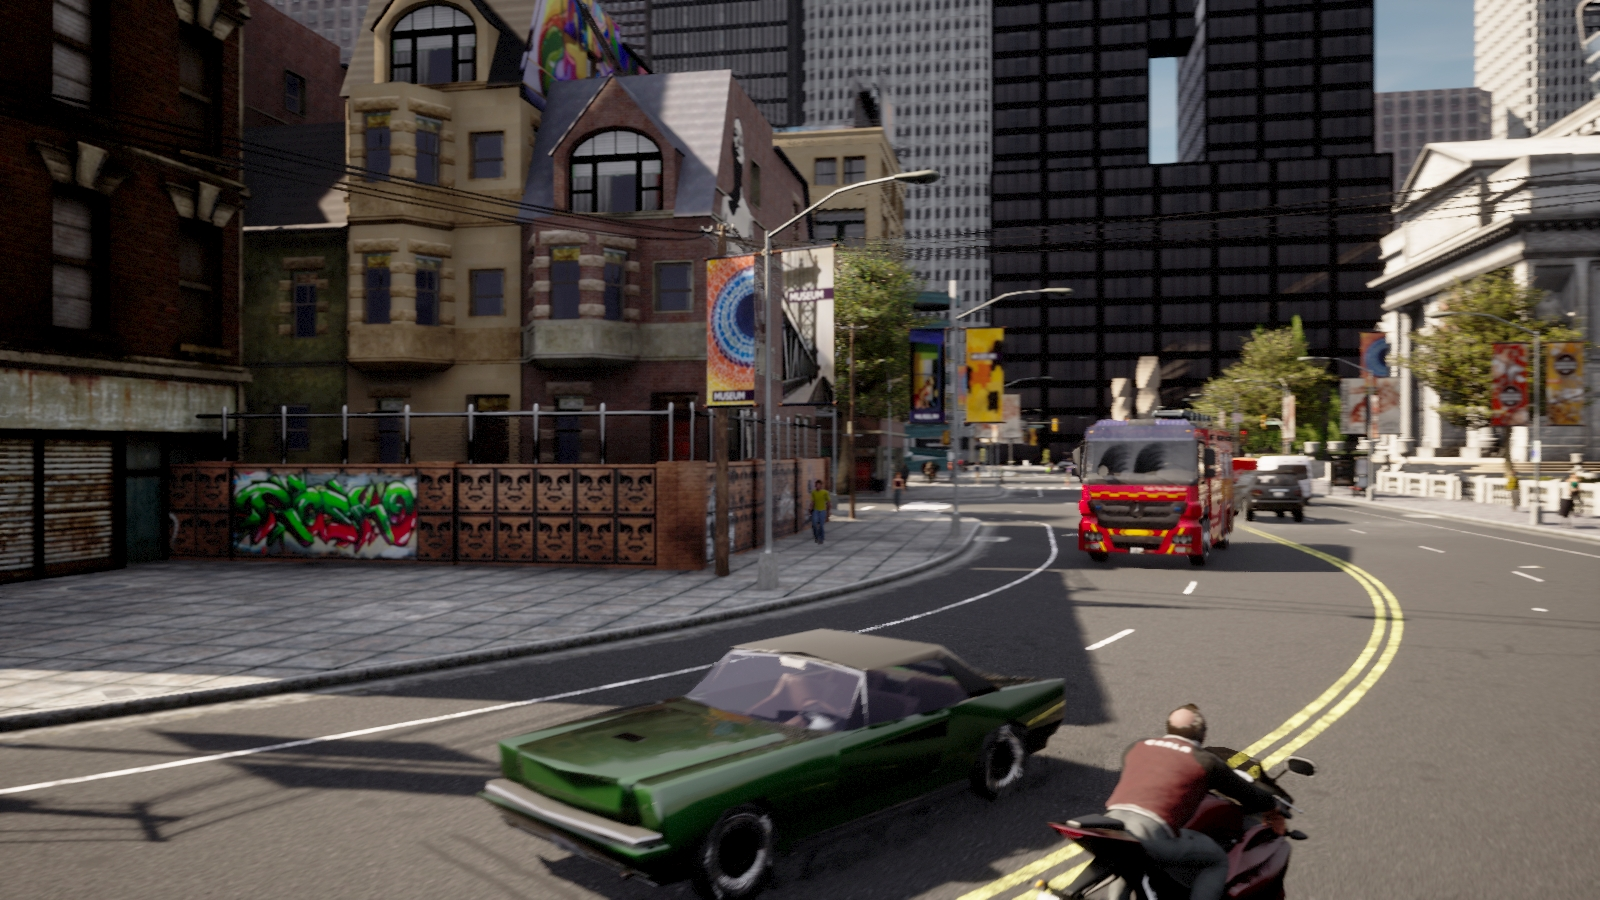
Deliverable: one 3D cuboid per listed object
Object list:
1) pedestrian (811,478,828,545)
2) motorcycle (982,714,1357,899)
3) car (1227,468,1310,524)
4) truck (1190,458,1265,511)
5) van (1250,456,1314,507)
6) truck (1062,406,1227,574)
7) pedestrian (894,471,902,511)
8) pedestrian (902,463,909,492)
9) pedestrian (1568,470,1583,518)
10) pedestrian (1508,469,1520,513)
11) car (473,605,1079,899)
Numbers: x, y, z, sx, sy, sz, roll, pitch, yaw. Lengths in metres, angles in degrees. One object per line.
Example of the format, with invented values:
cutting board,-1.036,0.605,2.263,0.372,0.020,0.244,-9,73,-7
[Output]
pedestrian,0.550,1.736,32.263,0.375,1.860,0.375,0,0,23
motorcycle,1.950,2.211,5.793,2.209,1.251,0.867,0,-1,-44
car,19.068,1.821,46.765,2.150,2.045,5.566,0,0,12
truck,20.945,1.619,56.210,2.627,2.467,5.204,0,0,11
van,25.320,1.586,60.252,1.988,2.561,5.915,0,0,11
truck,9.428,0.920,30.541,2.891,3.827,8.468,0,0,26
pedestrian,4.551,1.910,52.982,0.375,1.860,0.375,0,0,9
pedestrian,6.898,1.782,74.685,0.375,1.860,0.375,0,0,17
pedestrian,30.269,1.727,44.607,0.375,1.860,0.375,0,0,18
pedestrian,30.413,1.730,48.647,0.375,1.860,0.375,0,0,23
car,0.095,2.166,8.794,1.895,1.301,4.718,0,0,43
